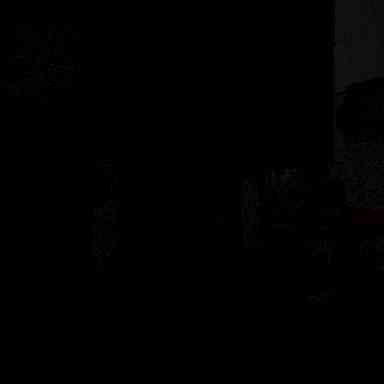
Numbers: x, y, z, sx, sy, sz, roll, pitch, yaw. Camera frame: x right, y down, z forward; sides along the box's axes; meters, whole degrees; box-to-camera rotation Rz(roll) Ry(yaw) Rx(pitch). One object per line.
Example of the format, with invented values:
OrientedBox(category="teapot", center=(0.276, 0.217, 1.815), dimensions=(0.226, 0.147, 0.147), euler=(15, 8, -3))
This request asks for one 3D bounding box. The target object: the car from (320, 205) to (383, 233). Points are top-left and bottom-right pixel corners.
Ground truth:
OrientedBox(category="car", center=(9.623, 1.477, 18.092), dimensions=(5.008, 1.535, 1.882), euler=(0, 1, 43))
